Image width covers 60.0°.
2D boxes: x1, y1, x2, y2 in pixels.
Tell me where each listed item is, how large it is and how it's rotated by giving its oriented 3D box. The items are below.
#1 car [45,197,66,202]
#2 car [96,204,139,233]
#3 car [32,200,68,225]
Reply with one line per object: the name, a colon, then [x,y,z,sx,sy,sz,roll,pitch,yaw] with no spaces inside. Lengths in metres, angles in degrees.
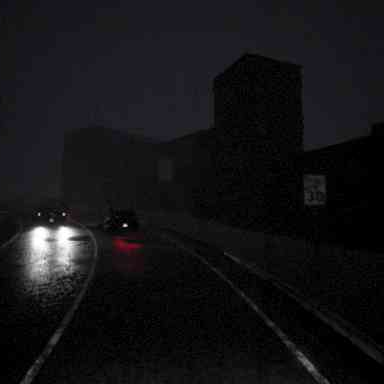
car: [-14.684,1.339,35.196,1.837,1.490,4.892,4,-2,-42]
car: [-4.474,1.503,19.831,1.837,1.490,4.892,2,-1,-23]
car: [-9.880,1.464,22.906,1.895,1.301,4.718,2,0,-28]
